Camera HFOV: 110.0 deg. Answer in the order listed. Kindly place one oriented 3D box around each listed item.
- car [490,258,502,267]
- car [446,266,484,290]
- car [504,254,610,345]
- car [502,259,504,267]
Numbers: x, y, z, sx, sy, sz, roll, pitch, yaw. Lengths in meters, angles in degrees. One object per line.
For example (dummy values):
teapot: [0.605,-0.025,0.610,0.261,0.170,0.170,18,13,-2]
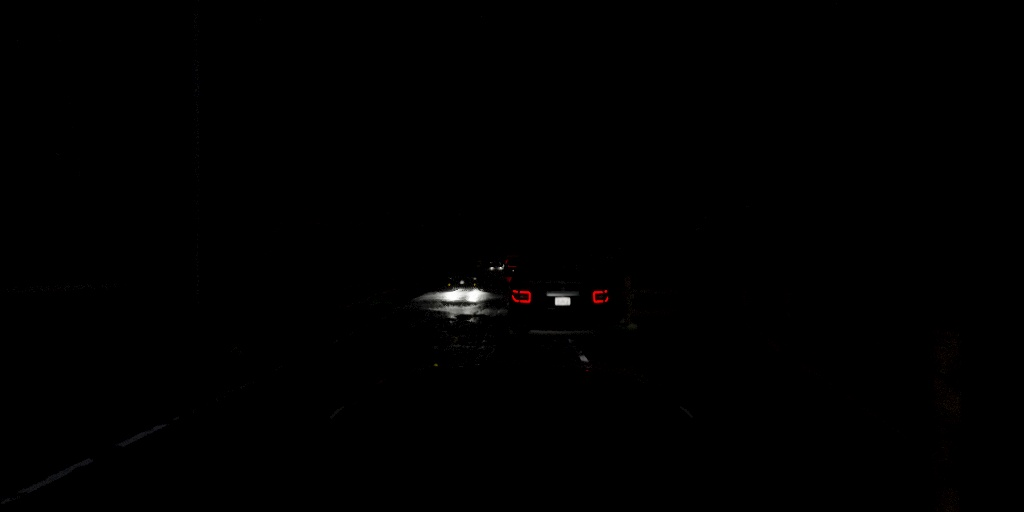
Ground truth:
car: [-2.722,1.080,62.867,2.097,1.767,4.553,0,0,0]
car: [-2.814,1.296,22.187,1.994,1.385,4.181,0,0,0]
car: [0.978,0.966,9.582,2.150,2.045,5.566,0,0,0]
car: [0.136,1.231,38.780,1.837,1.490,4.892,0,0,0]
